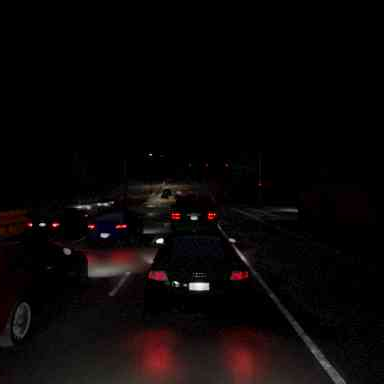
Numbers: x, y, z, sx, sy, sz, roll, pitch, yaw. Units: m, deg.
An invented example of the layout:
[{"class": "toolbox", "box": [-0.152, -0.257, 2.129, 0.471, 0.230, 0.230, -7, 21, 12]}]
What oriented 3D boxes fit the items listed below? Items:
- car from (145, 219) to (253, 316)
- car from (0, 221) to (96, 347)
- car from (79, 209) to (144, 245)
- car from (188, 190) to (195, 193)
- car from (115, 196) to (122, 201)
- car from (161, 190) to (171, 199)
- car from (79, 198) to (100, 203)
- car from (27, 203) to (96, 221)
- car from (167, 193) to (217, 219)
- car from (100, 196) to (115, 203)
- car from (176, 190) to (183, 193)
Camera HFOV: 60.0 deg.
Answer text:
[{"class": "car", "box": [0.101, 1.564, 7.618, 1.994, 1.385, 4.181, 0, 0, -1]}, {"class": "car", "box": [-3.409, 1.526, 6.175, 1.812, 1.442, 4.674, 0, 0, 0]}, {"class": "car", "box": [-3.410, 1.526, 15.305, 1.812, 1.442, 4.674, 0, 0, 0]}, {"class": "car", "box": [-0.163, 1.000, 87.528, 1.882, 1.535, 5.008, 0, 3, 0]}, {"class": "car", "box": [-17.602, 1.524, 77.516, 1.895, 1.301, 4.718, 0, 1, 0]}, {"class": "car", "box": [-7.161, 1.070, 87.097, 1.812, 1.442, 4.674, 0, 3, 0]}, {"class": "car", "box": [-17.614, 1.601, 56.384, 1.895, 1.301, 4.718, 0, 0, 0]}, {"class": "car", "box": [-6.902, 1.547, 17.756, 2.033, 1.411, 5.357, 0, 0, -1]}, {"class": "car", "box": [0.089, 1.221, 17.022, 2.150, 2.045, 5.566, 0, 0, 0]}, {"class": "car", "box": [-17.546, 1.598, 67.352, 1.895, 1.301, 4.718, 0, 0, 0]}, {"class": "car", "box": [-3.661, 1.070, 87.119, 1.812, 1.442, 4.674, 0, 3, 0]}]
